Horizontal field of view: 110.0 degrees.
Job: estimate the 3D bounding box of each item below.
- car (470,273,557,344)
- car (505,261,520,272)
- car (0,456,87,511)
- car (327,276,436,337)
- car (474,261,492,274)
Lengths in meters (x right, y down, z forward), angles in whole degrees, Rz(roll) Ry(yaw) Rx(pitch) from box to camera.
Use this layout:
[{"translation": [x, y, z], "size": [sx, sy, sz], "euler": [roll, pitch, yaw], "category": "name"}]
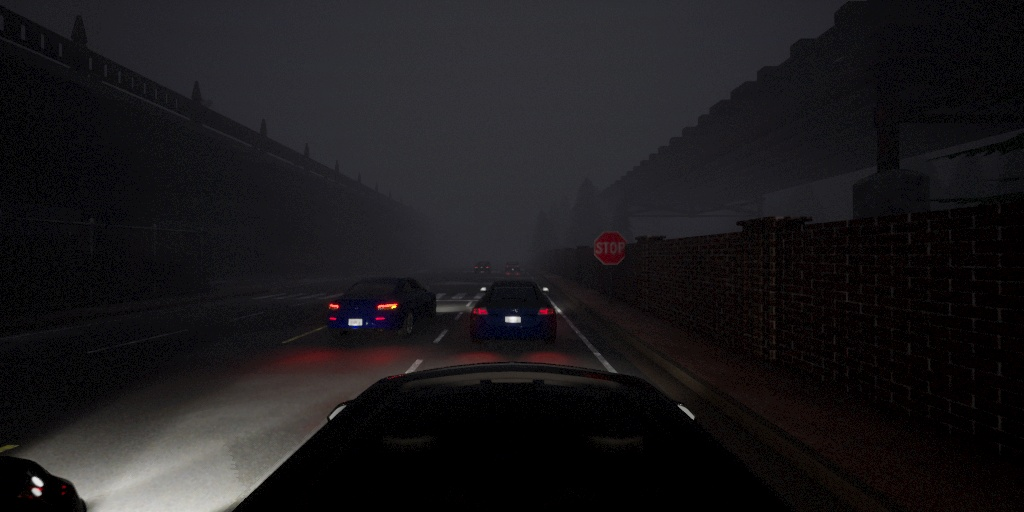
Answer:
[{"translation": [0.063, 1.314, 9.593], "size": [1.994, 1.385, 4.181], "euler": [0, 0, 1], "category": "car"}, {"translation": [0.071, 1.351, 46.196], "size": [1.895, 1.301, 4.718], "euler": [0, 0, -1], "category": "car"}, {"translation": [-3.402, 1.314, 0.242], "size": [1.994, 1.385, 4.181], "euler": [0, 0, 0], "category": "car"}, {"translation": [-3.419, 1.276, 10.113], "size": [1.812, 1.442, 4.674], "euler": [0, 0, 0], "category": "car"}, {"translation": [-3.363, 1.297, 42.127], "size": [2.033, 1.411, 5.357], "euler": [0, 0, -1], "category": "car"}]
